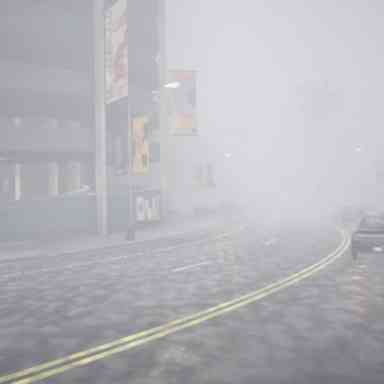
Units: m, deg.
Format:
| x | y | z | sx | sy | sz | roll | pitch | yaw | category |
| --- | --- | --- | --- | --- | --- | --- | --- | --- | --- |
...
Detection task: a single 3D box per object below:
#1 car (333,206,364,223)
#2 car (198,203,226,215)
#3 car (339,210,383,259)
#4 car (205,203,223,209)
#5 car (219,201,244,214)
| x | y | z | sx | sy | sz | roll | pitch | yaw | category |
| --- | --- | --- | --- | --- | --- | --- | --- | --- | --- |
| 13.060 | 1.910 | 27.499 | 2.128 | 1.511 | 4.902 | -1 | -1 | 11 | car |
| 2.752 | 2.774 | 50.839 | 1.895 | 1.301 | 4.718 | 0 | -2 | -24 | car |
| 7.355 | 1.668 | 12.814 | 2.128 | 1.511 | 4.902 | -2 | -2 | 33 | car |
| 5.069 | 3.254 | 77.814 | 2.231 | 1.521 | 4.892 | 0 | -2 | -25 | car |
| 5.982 | 2.367 | 52.180 | 2.150 | 2.045 | 5.566 | 0 | -2 | -24 | car |
